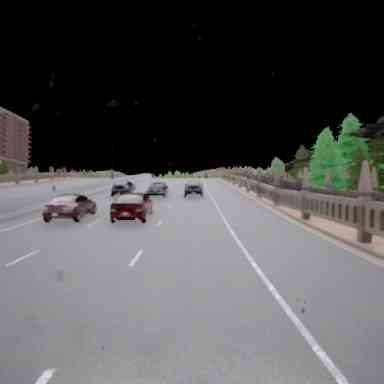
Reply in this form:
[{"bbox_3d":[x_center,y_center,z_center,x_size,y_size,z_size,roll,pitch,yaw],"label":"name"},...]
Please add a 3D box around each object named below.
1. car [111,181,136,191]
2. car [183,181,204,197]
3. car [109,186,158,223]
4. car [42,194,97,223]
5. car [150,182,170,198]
[{"bbox_3d":[-6.824,-0.398,33.600,1.837,1.490,4.892,0,5,1],"label":"car"},{"bbox_3d":[0.178,-0.389,33.498,1.837,1.490,4.892,0,5,1],"label":"car"},{"bbox_3d":[-3.338,0.750,19.111,1.882,1.535,5.008,0,5,0],"label":"car"},{"bbox_3d":[-6.844,0.813,18.927,1.812,1.442,4.674,0,4,1],"label":"car"},{"bbox_3d":[-3.285,-0.267,32.495,2.033,1.411,5.357,0,5,0],"label":"car"}]
